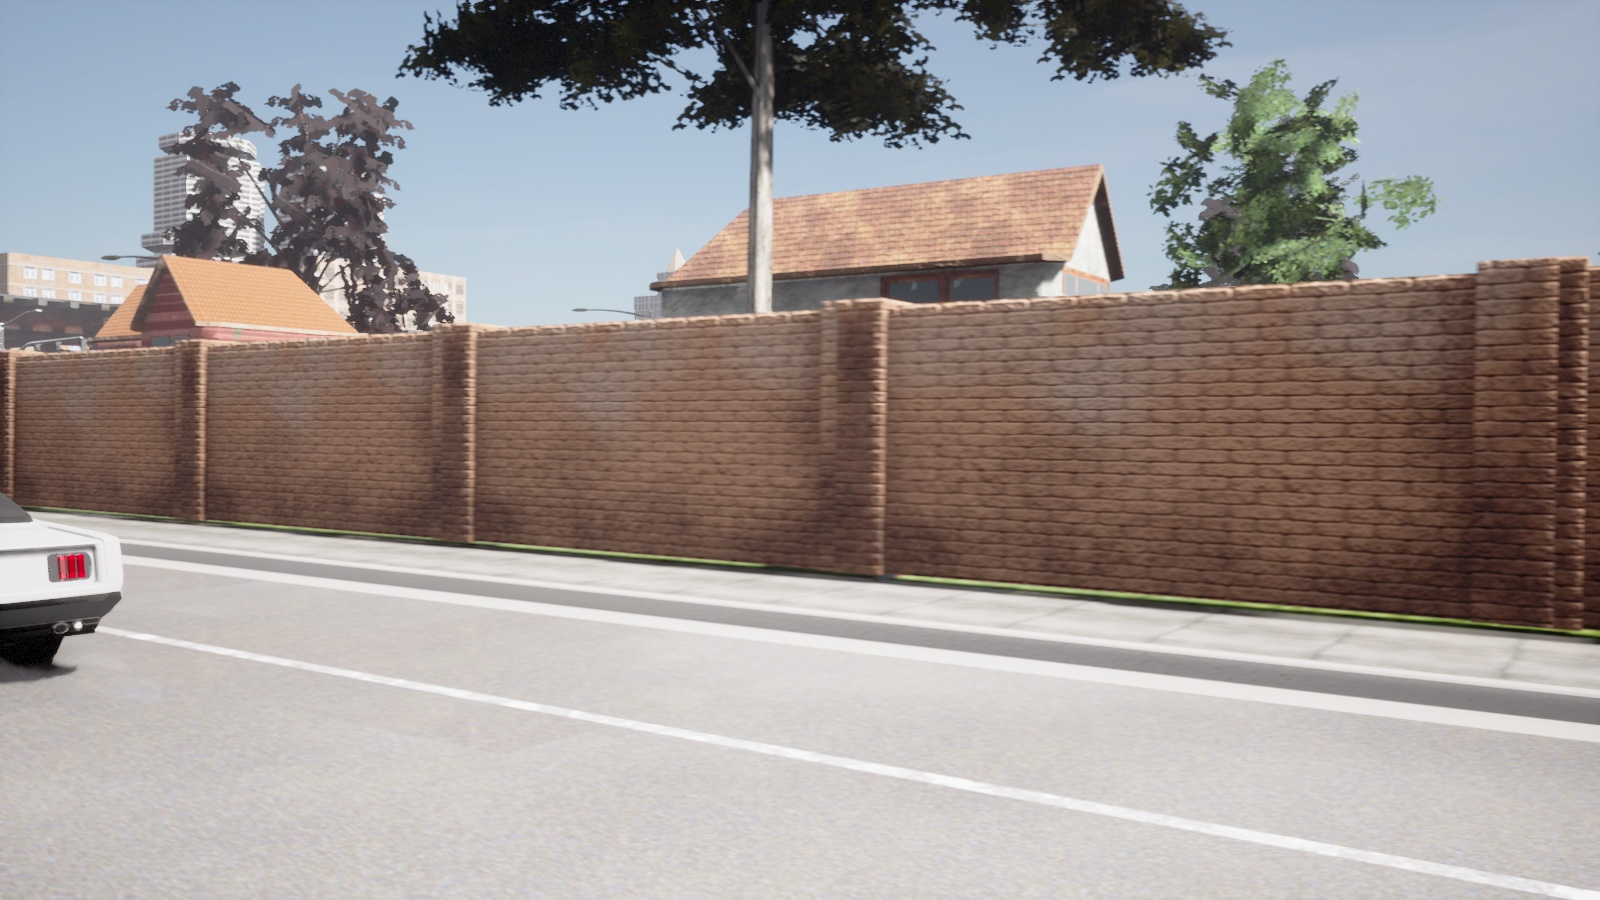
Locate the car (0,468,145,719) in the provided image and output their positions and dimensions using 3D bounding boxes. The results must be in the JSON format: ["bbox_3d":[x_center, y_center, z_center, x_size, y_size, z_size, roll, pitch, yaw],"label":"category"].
[{"bbox_3d":[-6.313,0.782,7.828,4.718,1.301,1.895,0,1,34],"label":"car"}]
